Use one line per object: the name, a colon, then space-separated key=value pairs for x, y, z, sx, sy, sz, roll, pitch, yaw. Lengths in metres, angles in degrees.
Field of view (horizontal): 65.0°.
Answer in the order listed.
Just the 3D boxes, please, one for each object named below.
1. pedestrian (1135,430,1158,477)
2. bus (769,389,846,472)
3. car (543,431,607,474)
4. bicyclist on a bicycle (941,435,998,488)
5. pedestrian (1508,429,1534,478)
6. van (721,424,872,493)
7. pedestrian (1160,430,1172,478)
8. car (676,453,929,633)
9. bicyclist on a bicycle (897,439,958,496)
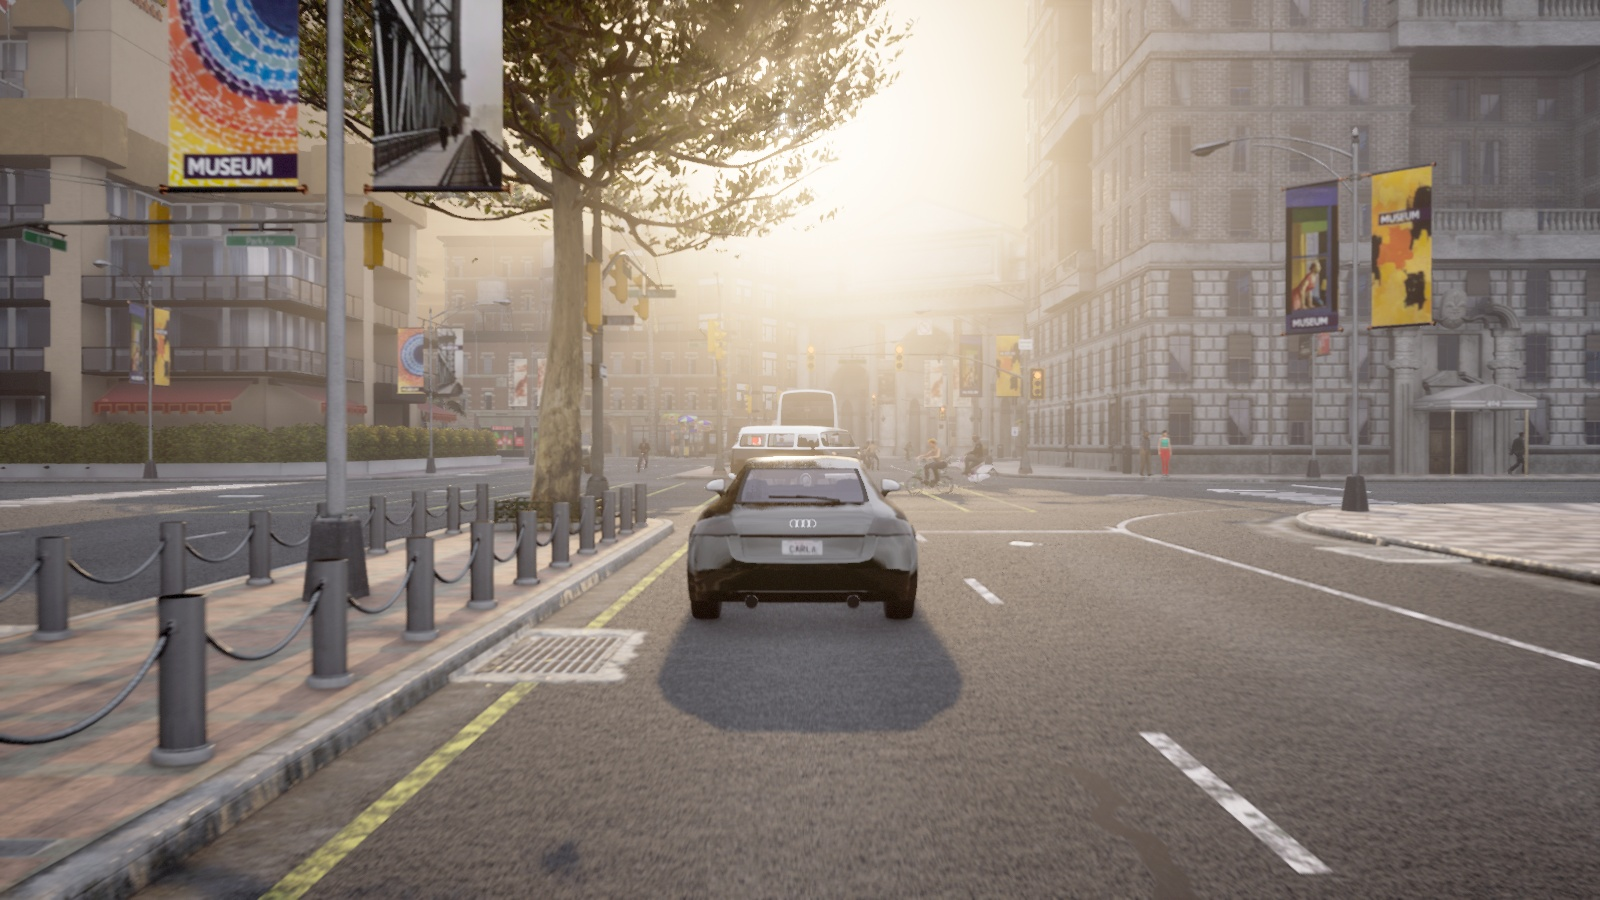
pedestrian: x=13.527 y=0.138 z=49.055 sx=0.540 sy=1.848 sz=0.694 roll=0 pitch=0 yaw=-27
bus: x=0.414 y=-1.023 z=69.773 sx=3.944 sy=4.253 sz=10.273 roll=0 pitch=0 yaw=0
car: x=-11.129 y=0.104 z=62.518 sx=2.150 sy=2.045 sz=5.566 roll=0 pitch=0 yaw=0
bicyclist on a bicycle: x=5.711 y=0.383 z=42.349 sx=1.843 sy=1.776 sz=0.659 roll=0 pitch=0 yaw=0
pedestrian: x=29.322 y=0.139 z=51.064 sx=0.788 sy=1.949 sz=0.423 roll=0 pitch=0 yaw=4
van: x=-0.155 y=0.248 z=39.265 sx=4.480 sy=2.038 sz=2.069 roll=0 pitch=0 yaw=42
pedestrian: x=14.188 y=0.140 z=48.649 sx=0.345 sy=1.836 sz=0.594 roll=0 pitch=0 yaw=5
car: x=0.026 y=0.743 z=12.005 sx=1.994 sy=1.385 sz=4.181 roll=0 pitch=0 yaw=0
bicyclist on a bicycle: x=3.650 y=0.483 z=36.016 sx=1.509 sy=1.612 sz=0.866 roll=0 pitch=1 yaw=-19
